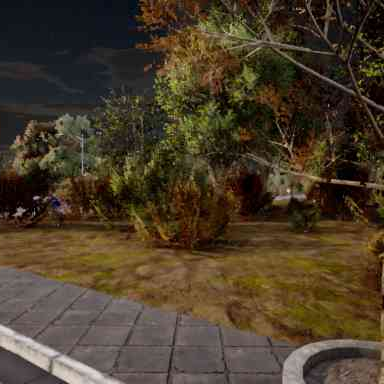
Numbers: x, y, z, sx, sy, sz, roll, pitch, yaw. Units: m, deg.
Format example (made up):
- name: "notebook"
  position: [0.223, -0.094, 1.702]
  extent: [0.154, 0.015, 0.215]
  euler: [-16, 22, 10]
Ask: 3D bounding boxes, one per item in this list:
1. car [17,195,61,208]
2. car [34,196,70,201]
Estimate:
- name: "car"
  position: [-20.030, 1.224, 43.825]
  extent: [1.882, 1.535, 5.008]
  euler: [0, 0, 32]
- name: "car"
  position: [-17.513, 1.249, 41.250]
  extent: [1.882, 1.535, 5.008]
  euler: [0, 0, 32]
